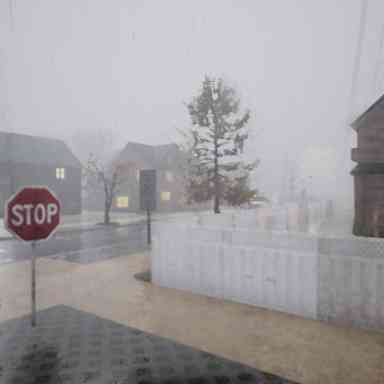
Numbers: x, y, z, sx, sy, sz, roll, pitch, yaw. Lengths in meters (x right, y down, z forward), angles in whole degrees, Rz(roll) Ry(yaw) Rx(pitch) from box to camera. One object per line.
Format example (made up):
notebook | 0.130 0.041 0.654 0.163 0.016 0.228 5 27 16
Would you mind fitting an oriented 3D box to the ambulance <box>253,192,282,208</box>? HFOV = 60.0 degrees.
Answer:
ambulance | 8.537 1.260 38.997 2.351 2.431 6.366 -1 -1 34
